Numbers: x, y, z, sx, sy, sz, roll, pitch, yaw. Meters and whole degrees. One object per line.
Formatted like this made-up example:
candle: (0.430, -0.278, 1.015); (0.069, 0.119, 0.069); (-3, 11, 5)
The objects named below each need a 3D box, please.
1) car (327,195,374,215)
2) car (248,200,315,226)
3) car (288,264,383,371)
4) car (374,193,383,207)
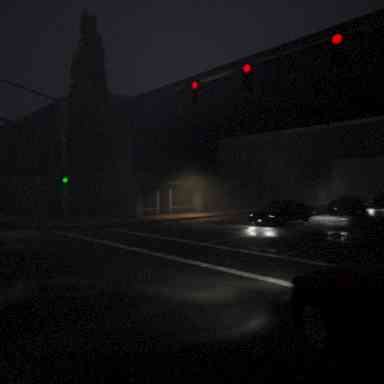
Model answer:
car: (13.222, 1.027, 28.256); (4.902, 1.511, 2.128); (-1, 1, -44)
car: (5.818, 1.236, 21.112); (5.357, 1.411, 2.033); (-1, 1, -44)
car: (3.217, 1.401, 3.477); (1.882, 1.535, 5.008); (-2, 1, -28)
car: (20.706, 0.860, 35.457); (5.008, 1.535, 1.882); (-1, 1, -44)
